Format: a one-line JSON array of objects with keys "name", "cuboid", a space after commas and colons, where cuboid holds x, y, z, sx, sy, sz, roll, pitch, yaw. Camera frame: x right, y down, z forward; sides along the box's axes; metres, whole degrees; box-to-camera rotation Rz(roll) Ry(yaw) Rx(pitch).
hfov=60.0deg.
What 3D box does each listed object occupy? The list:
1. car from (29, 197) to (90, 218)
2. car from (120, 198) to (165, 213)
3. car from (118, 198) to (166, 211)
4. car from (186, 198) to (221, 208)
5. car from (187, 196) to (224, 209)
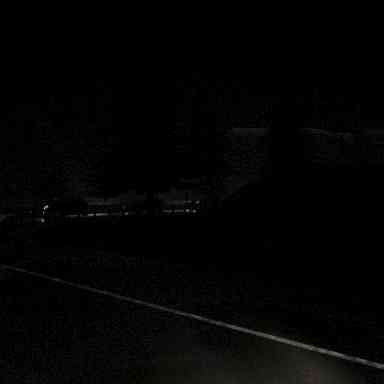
[{"name": "car", "cuboid": [-11.389, 1.260, 29.373, 2.097, 1.767, 4.553, 0, 0, 41]}, {"name": "car", "cuboid": [-5.183, 1.406, 35.789, 4.902, 1.511, 2.128, 0, 0, -42]}, {"name": "car", "cuboid": [-5.934, 1.448, 39.885, 5.357, 1.411, 2.033, 0, 0, -42]}, {"name": "car", "cuboid": [1.631, 1.514, 45.774, 4.718, 1.301, 1.895, 0, 0, -35]}, {"name": "car", "cuboid": [1.742, 1.276, 41.526, 4.553, 1.767, 2.097, 0, 0, -35]}]
